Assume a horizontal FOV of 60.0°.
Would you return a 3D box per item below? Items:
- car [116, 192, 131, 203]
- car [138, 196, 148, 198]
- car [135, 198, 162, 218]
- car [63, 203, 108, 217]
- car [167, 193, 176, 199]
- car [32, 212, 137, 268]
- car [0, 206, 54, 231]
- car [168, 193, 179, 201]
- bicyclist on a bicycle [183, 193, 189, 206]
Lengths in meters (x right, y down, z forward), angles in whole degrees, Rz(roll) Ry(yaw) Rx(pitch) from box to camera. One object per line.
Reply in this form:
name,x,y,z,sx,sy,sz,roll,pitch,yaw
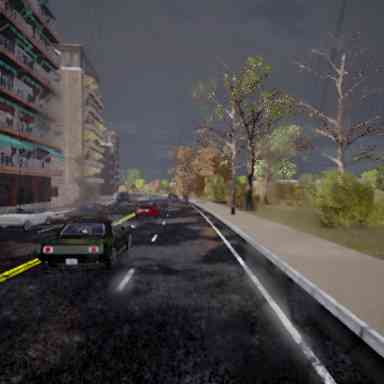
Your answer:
car,-12.315,0.975,60.386,2.150,2.045,5.566,0,0,-4
car,-9.296,1.334,63.337,1.895,1.301,4.718,0,0,-5
car,-3.707,1.448,28.701,1.994,1.385,4.181,0,0,-2
car,-6.927,1.459,22.316,2.033,1.411,5.357,0,0,-2
car,-5.463,0.992,88.834,1.882,1.535,5.008,0,0,-8
car,-3.233,1.557,11.088,1.895,1.301,4.718,0,0,-1
car,-10.117,1.523,20.070,1.895,1.301,4.718,0,0,-2
car,-4.010,1.190,76.174,2.128,1.511,4.902,0,0,-6
bicyclist on a bicycle,-0.646,1.251,47.755,0.582,1.620,1.656,0,0,-4
